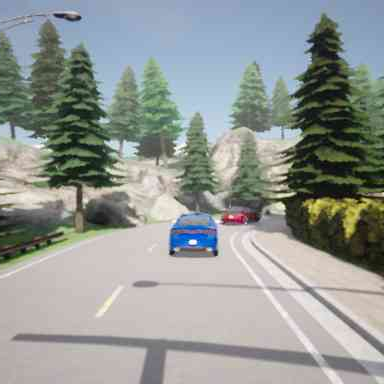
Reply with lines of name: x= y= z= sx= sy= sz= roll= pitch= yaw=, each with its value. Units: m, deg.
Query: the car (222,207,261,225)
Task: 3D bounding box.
car: x=4.056 y=1.862 z=26.894 sx=1.994 sy=1.385 sz=4.181 roll=0 pitch=-1 yaw=33

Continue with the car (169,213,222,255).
car: x=0.178 y=1.636 z=14.226 sx=1.882 sy=1.535 sz=5.008 roll=0 pitch=0 yaw=3
